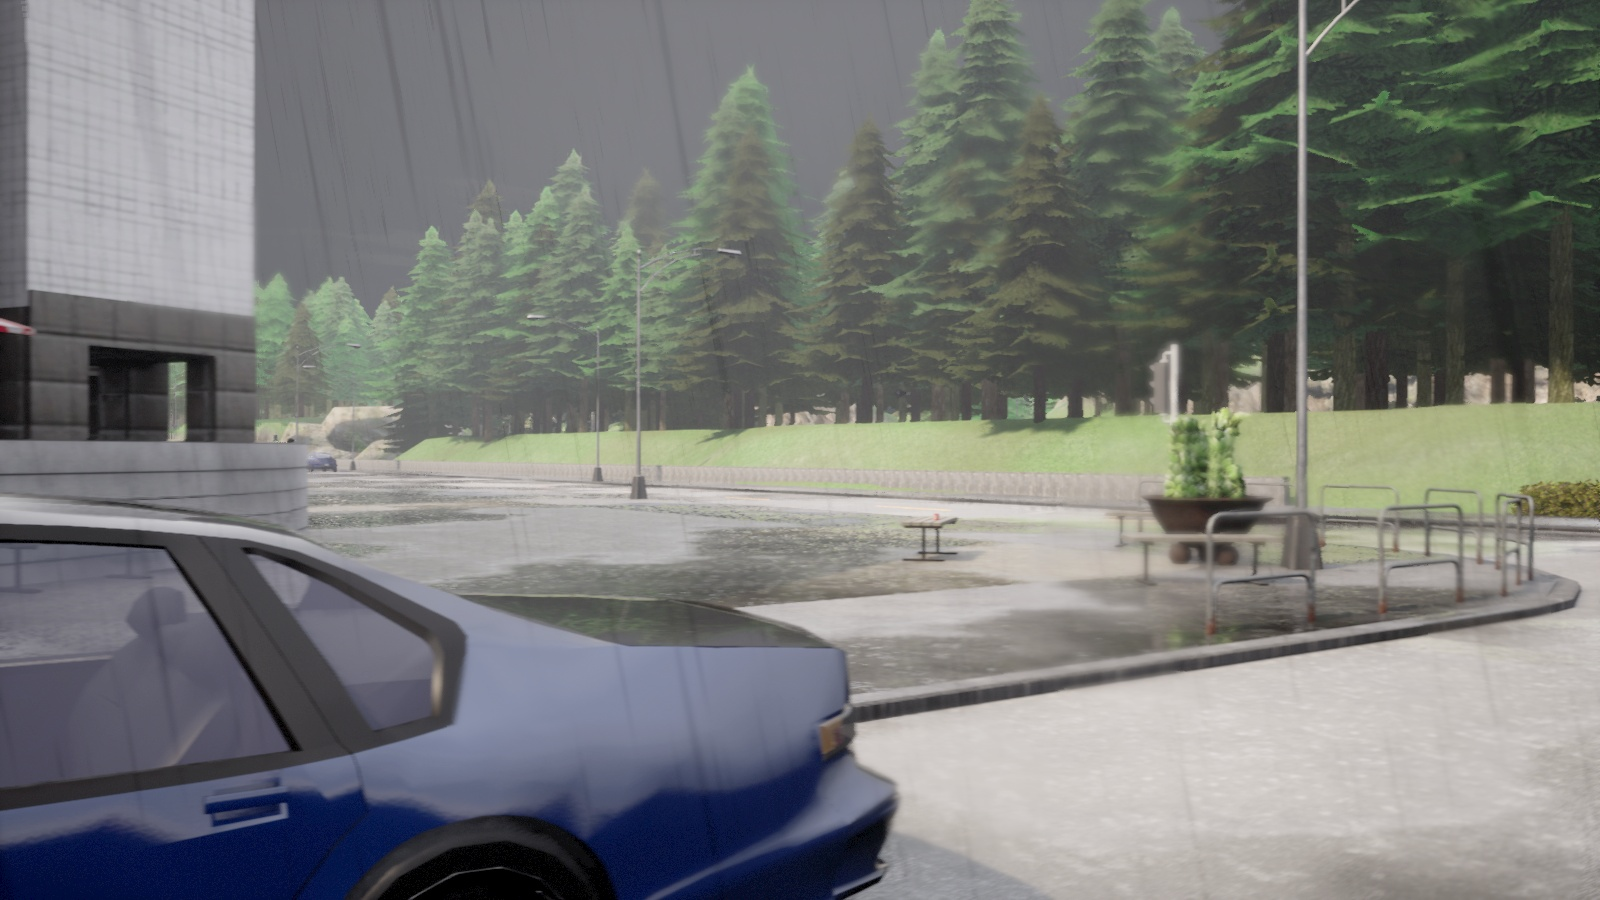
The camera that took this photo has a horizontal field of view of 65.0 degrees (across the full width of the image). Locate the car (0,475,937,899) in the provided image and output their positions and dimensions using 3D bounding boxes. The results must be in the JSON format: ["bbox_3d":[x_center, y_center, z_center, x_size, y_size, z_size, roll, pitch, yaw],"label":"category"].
[{"bbox_3d":[-2.424,0.804,2.579,5.357,1.411,2.033,0,0,-35],"label":"car"}]

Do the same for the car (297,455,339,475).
[{"bbox_3d":[-35.606,1.060,92.649,1.812,1.442,4.674,0,0,-35],"label":"car"}]
